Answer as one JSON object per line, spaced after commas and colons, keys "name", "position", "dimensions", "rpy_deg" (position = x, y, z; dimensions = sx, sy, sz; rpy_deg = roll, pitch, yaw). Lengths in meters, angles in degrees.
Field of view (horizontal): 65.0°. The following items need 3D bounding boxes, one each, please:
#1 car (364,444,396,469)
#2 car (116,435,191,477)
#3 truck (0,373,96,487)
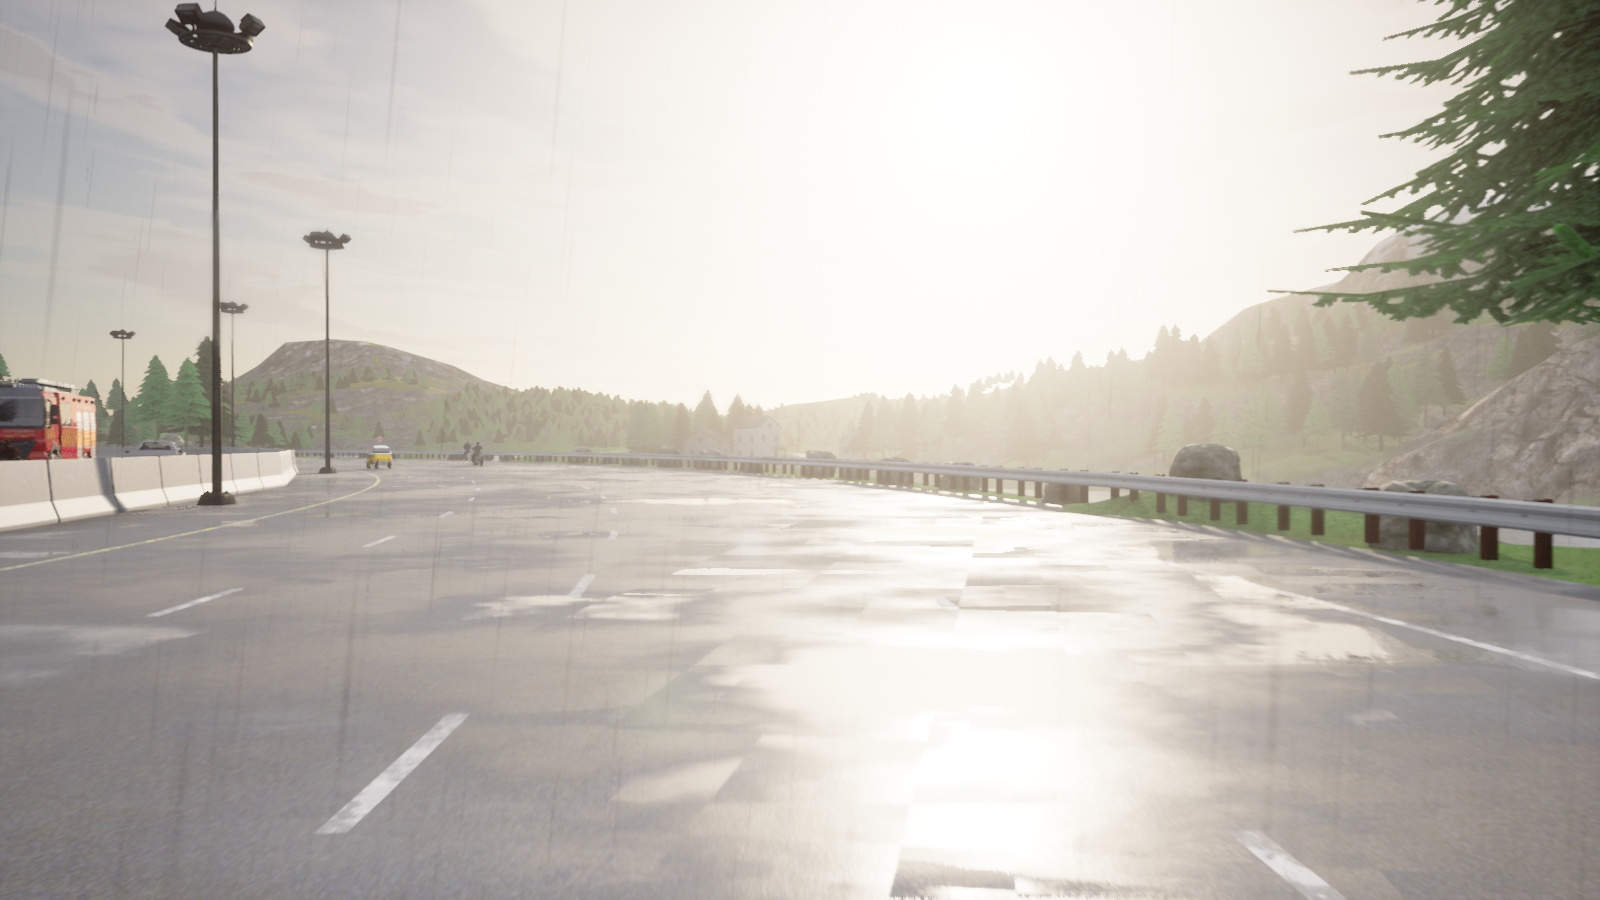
{"name": "car", "position": [-24.588, 0.375, 73.529], "dimensions": [1.481, 1.376, 2.207], "rpy_deg": [0, 1, -27]}
{"name": "car", "position": [-26.763, 0.219, 52.118], "dimensions": [2.152, 1.651, 5.027], "rpy_deg": [0, 0, -20]}
{"name": "truck", "position": [-28.334, -0.691, 46.003], "dimensions": [2.891, 3.827, 8.468], "rpy_deg": [0, 0, -18]}
